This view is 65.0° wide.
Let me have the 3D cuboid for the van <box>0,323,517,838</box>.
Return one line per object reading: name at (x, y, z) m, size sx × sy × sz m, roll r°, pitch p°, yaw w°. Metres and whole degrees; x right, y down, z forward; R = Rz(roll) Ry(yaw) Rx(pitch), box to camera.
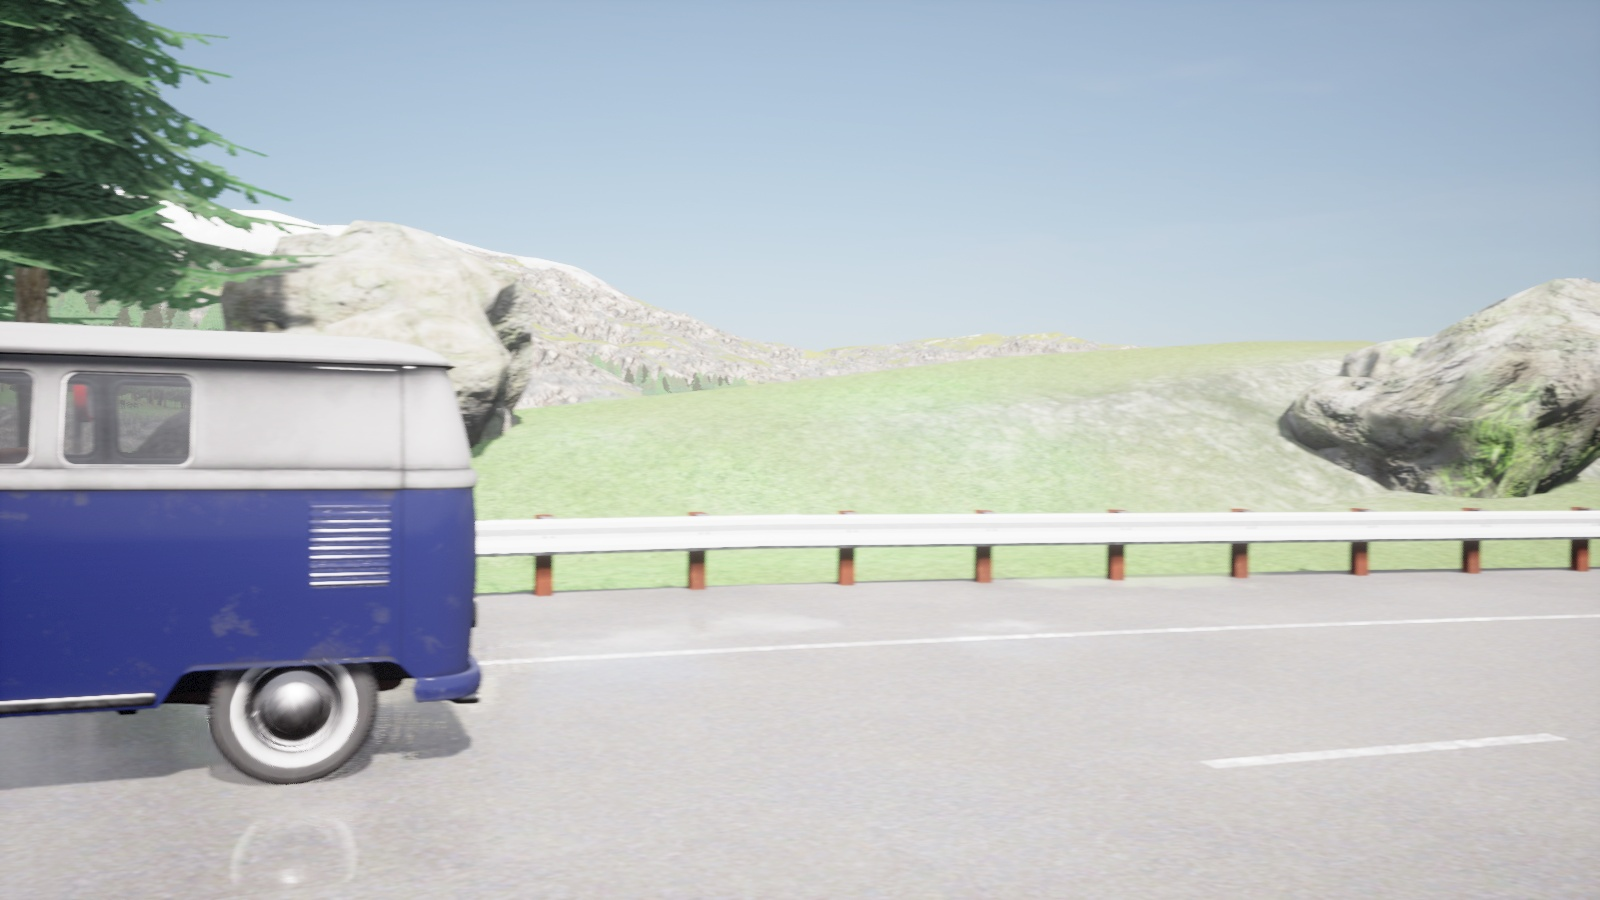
van at (-3.653, 0.498, 5.576) m, size 4.442 × 1.987 × 1.775 m, roll -1°, pitch 1°, yaw -22°
